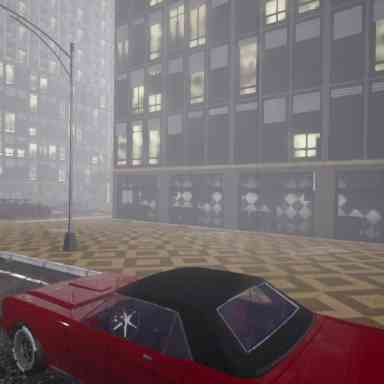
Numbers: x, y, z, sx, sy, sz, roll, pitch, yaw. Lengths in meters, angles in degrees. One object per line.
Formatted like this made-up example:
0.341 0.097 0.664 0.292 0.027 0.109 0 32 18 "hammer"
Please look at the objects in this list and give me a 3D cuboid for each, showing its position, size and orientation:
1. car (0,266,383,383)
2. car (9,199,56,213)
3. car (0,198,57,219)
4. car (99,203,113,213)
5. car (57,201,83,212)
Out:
-0.285 1.600 3.895 4.718 1.301 1.895 0 0 36 "car"
-19.139 1.641 40.119 1.752 1.417 4.829 1 0 37 "car"
-15.671 1.518 30.732 2.192 1.841 5.009 1 0 37 "car"
-8.844 1.828 39.922 1.752 1.417 4.829 1 0 37 "car"
-15.479 1.745 40.686 1.994 1.385 4.181 1 0 37 "car"
